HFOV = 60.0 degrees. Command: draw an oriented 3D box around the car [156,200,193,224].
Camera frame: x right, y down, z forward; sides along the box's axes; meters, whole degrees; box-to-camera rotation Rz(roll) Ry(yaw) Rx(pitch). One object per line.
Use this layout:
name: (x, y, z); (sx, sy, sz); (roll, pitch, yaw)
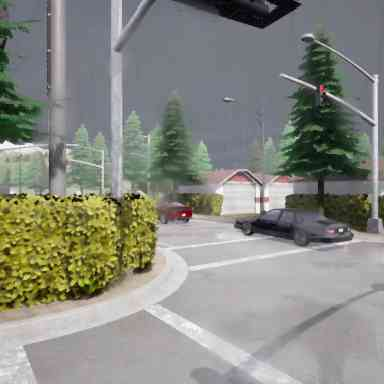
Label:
car: (-1.945, 1.305, 23.380); (1.882, 1.535, 5.008); (-1, 1, -35)

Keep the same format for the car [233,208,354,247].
car: (4.253, 1.422, 14.787); (2.033, 1.411, 5.357); (0, 2, -35)
